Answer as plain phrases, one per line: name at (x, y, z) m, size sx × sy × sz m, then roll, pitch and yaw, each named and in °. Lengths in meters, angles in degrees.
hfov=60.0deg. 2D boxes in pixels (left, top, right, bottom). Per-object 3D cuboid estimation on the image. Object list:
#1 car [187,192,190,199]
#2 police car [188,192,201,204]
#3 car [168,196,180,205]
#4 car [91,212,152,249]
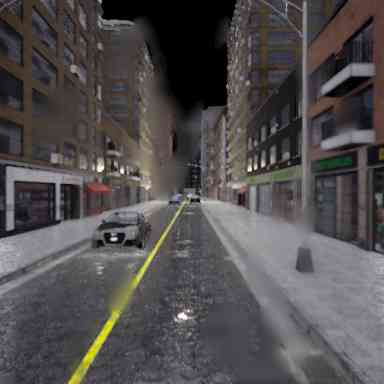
car at (0.590, 1.261, 71.659) m, size 2.097 × 1.767 × 4.553 m, roll 0°, pitch 0°, yaw 0°
police car at (0.623, 1.357, 61.799) m, size 1.930 × 1.638 × 5.238 m, roll 0°, pitch 0°, yaw 0°
car at (-2.990, 1.420, 56.113) m, size 1.882 × 1.535 × 5.008 m, roll 0°, pitch 0°, yaw 0°
car at (-2.896, 1.556, 14.371) m, size 1.994 × 1.385 × 4.181 m, roll 0°, pitch 0°, yaw 0°
